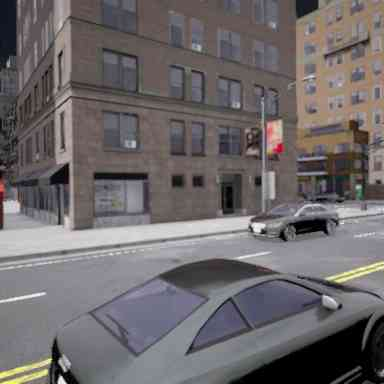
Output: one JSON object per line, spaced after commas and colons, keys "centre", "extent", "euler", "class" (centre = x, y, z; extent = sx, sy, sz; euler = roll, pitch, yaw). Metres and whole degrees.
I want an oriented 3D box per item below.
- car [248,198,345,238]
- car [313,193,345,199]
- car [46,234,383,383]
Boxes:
{"centre": [4.643, 1.245, 14.917], "extent": [4.902, 1.511, 2.128], "euler": [-1, 1, -35], "class": "car"}
{"centre": [17.643, 0.788, 43.194], "extent": [1.947, 1.339, 4.313], "euler": [-1, 1, -35], "class": "car"}
{"centre": [0.600, 1.510, 3.858], "extent": [4.181, 1.385, 1.994], "euler": [-1, 1, -35], "class": "car"}
